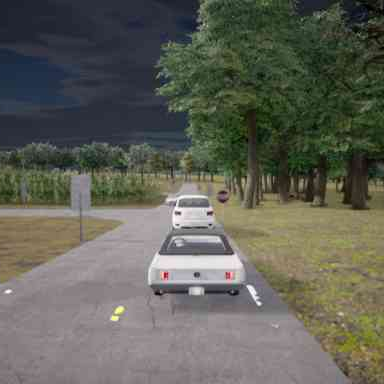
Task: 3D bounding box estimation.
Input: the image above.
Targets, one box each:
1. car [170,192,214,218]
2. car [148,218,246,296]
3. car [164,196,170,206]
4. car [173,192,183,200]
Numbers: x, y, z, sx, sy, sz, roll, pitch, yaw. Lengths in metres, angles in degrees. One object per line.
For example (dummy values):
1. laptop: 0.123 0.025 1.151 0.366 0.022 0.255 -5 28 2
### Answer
1. car: 0.013 1.199 18.951 2.150 2.045 5.566 0 0 -2
2. car: 0.094 1.598 8.570 1.895 1.301 4.718 0 0 0
3. car: -2.872 1.228 49.039 1.812 1.442 4.674 0 1 0
4. car: -2.809 0.803 67.771 1.812 1.442 4.674 0 1 0
